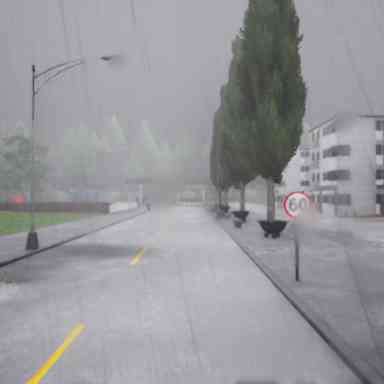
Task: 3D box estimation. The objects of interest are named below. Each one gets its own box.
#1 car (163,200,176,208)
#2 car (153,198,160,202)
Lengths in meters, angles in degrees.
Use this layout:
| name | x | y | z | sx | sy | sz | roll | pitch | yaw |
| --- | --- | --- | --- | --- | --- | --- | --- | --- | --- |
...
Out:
| name | x | y | z | sx | sy | sz | roll | pitch | yaw |
| --- | --- | --- | --- | --- | --- | --- | --- | --- | --- |
| car | -4.143 | 2.178 | 61.726 | 1.837 | 1.490 | 4.892 | 2 | -1 | -13 |
| car | -8.916 | 2.417 | 92.074 | 3.633 | 1.501 | 1.845 | 0 | -1 | 0 |
